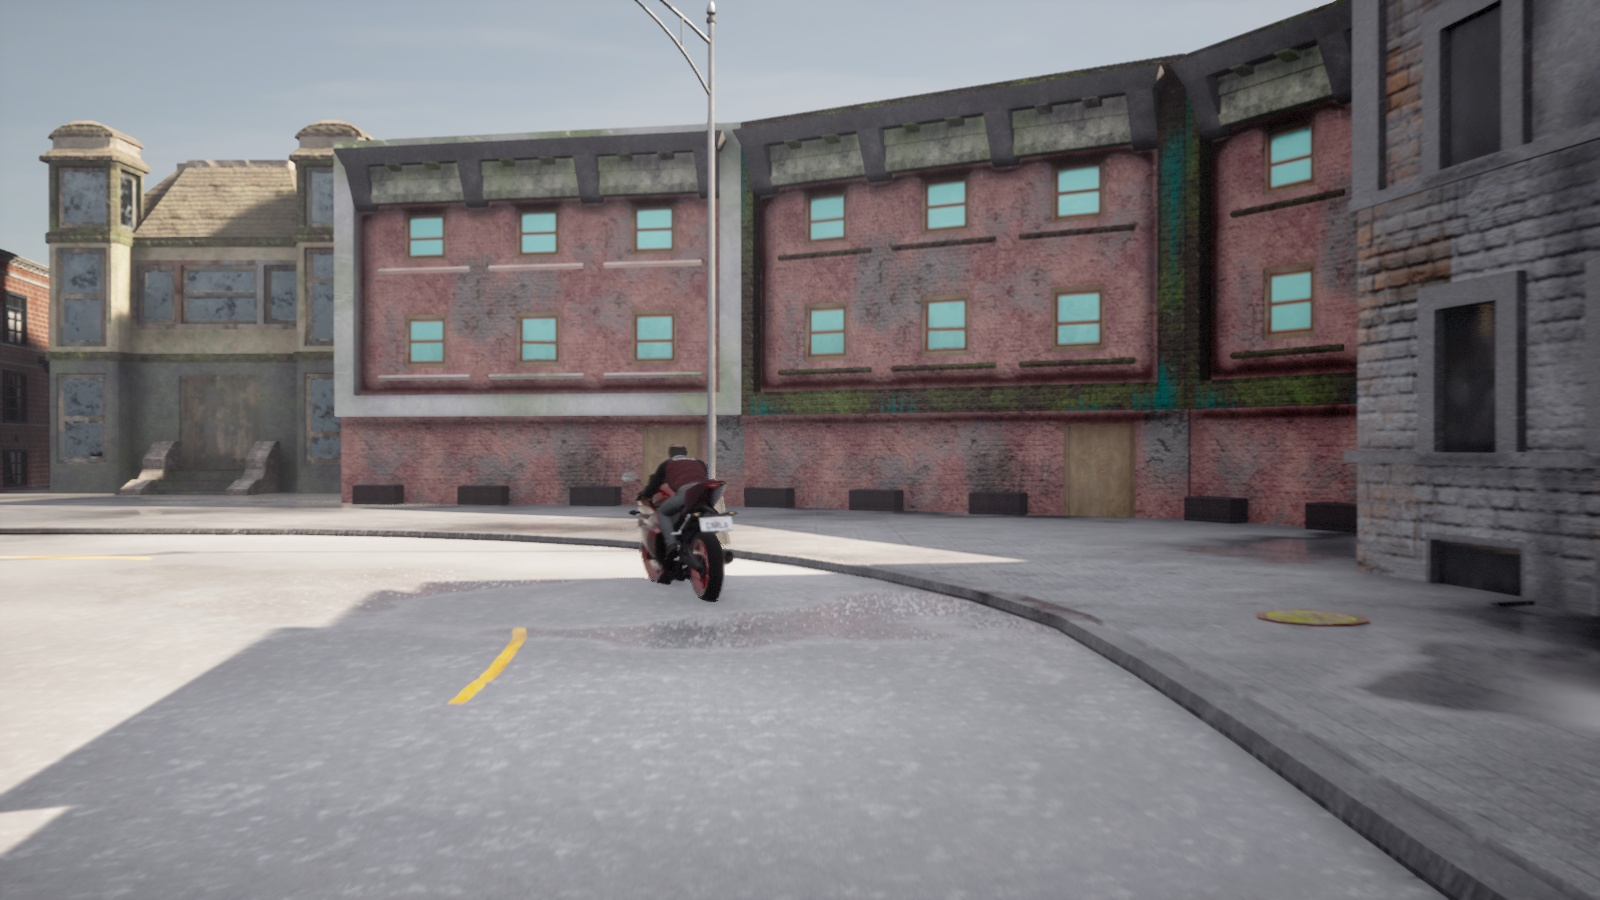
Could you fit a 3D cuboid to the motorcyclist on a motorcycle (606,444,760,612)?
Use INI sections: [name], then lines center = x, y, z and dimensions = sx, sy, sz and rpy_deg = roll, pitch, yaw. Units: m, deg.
[motorcyclist on a motorcycle]
center = -1.232, 0.710, 12.705
dimensions = 0.866, 1.530, 2.191
rpy_deg = -1, 1, -24
